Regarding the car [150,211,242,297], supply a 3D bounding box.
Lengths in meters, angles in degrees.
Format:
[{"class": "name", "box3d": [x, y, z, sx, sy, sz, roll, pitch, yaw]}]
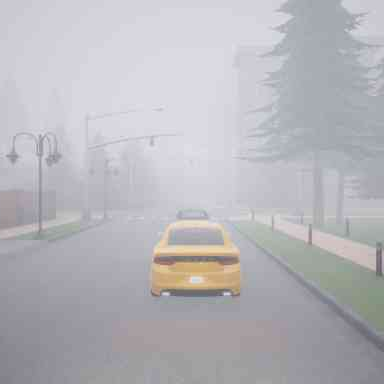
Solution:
[{"class": "car", "box3d": [0.078, 1.478, 8.636, 1.882, 1.535, 5.008, 0, 0, 0]}]
